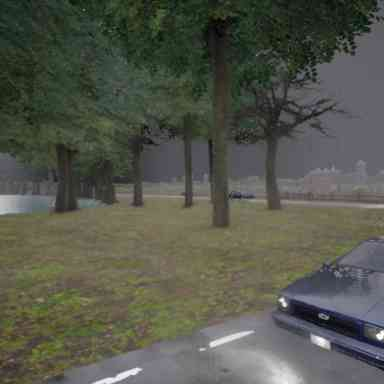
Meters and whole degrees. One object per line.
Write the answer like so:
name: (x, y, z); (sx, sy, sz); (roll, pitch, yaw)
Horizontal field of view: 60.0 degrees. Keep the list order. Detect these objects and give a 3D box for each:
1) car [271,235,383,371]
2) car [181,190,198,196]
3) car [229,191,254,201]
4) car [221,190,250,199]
car: (3.798, 1.494, 5.779); (5.357, 1.411, 2.033); (-1, 0, -35)
car: (-0.521, 0.202, 70.074); (1.812, 1.442, 4.674); (-2, 2, -36)
car: (7.796, 0.664, 53.733); (1.895, 1.301, 4.718); (-2, 2, -36)
car: (7.662, 0.486, 58.779); (2.033, 1.411, 5.357); (-2, 2, -35)
